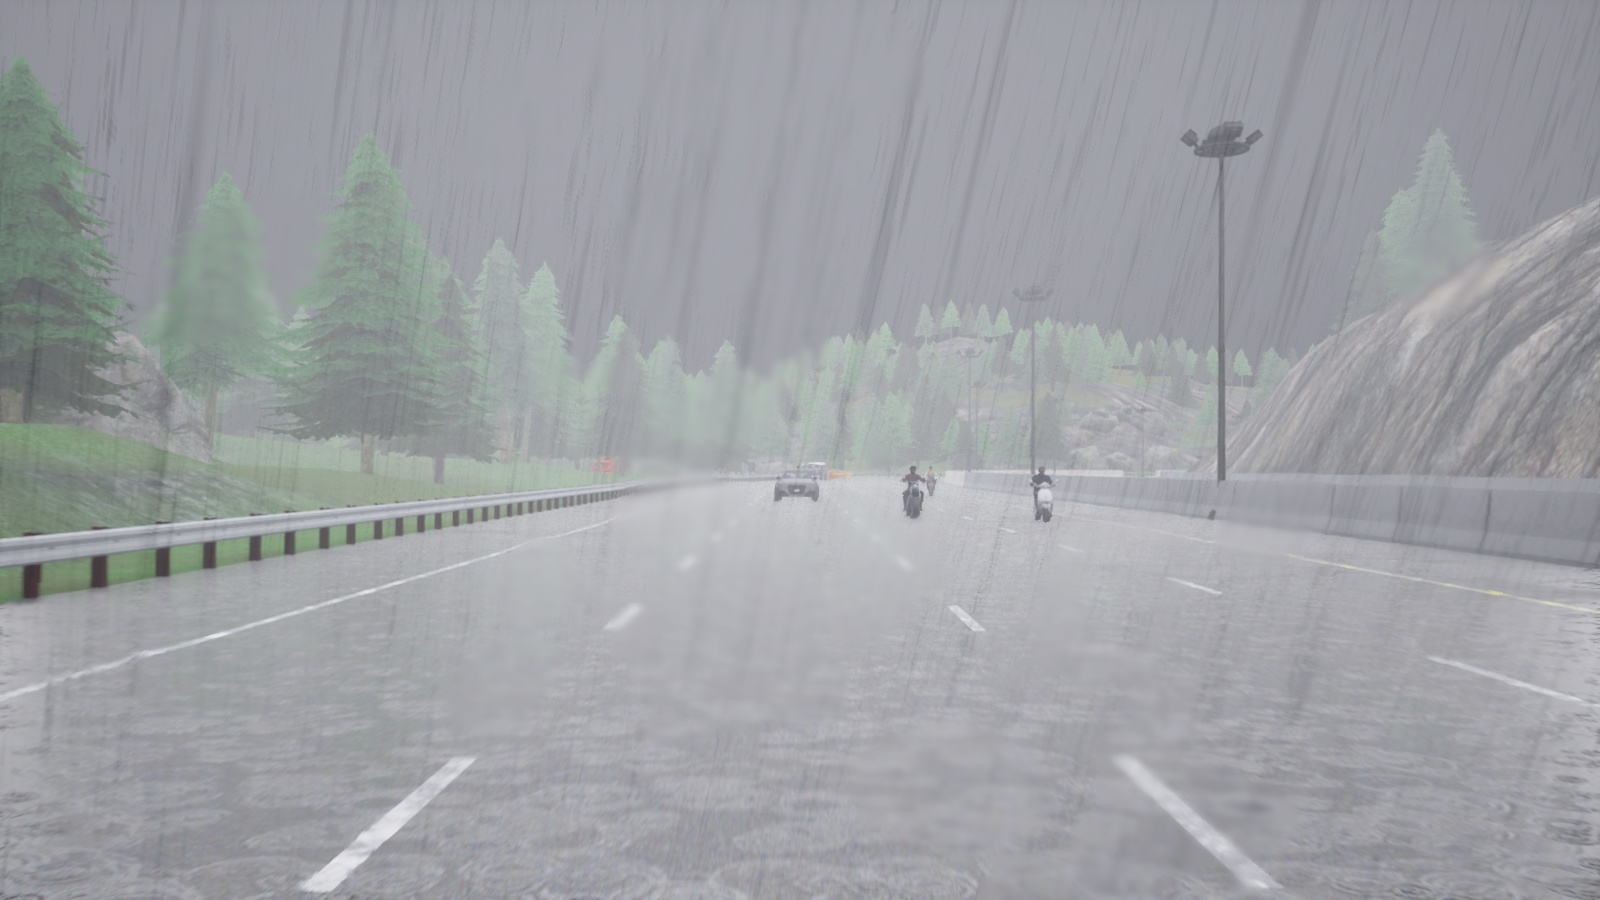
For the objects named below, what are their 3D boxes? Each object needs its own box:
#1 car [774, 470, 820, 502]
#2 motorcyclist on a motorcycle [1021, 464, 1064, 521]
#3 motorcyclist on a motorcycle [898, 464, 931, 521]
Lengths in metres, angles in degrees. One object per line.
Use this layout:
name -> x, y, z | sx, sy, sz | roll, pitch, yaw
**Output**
car -> -0.136, 1.625, 57.443 | 1.994, 1.385, 4.181 | 0, -1, 0
motorcyclist on a motorcycle -> 6.914, 1.205, 35.906 | 0.866, 1.590, 1.817 | 0, -1, 0
motorcyclist on a motorcycle -> 3.410, 1.238, 37.659 | 0.766, 1.649, 2.350 | 0, -1, 0
